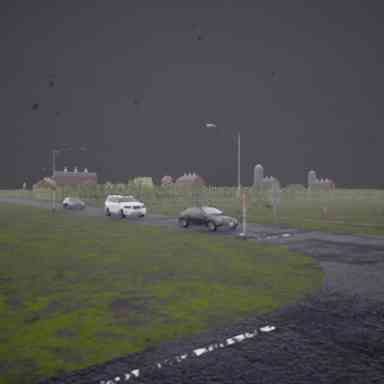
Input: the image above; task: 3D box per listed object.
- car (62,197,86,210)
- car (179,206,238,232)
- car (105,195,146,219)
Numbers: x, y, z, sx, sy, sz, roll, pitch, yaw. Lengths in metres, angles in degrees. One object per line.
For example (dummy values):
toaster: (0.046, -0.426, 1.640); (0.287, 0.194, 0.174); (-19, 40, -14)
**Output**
car: (-15.974, 1.507, 44.895); (2.097, 1.767, 4.553); (0, 0, -35)
car: (0.919, 1.639, 21.486); (1.812, 1.442, 4.674); (0, 0, -37)
car: (-6.393, 1.353, 31.354); (2.150, 2.045, 5.566); (0, 0, -36)
